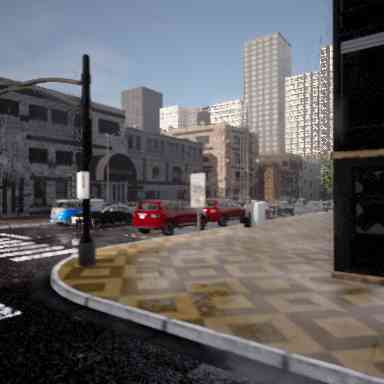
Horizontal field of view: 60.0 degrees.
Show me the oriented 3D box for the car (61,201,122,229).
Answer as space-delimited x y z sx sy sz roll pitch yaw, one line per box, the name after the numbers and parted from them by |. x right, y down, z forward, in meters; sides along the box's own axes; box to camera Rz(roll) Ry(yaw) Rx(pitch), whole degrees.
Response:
-5.768 1.540 22.205 2.128 1.511 4.902 0 0 35 | car

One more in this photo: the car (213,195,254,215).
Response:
4.767 1.334 37.025 2.150 2.045 5.566 0 0 35 | car

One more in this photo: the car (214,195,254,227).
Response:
2.056 1.360 23.226 2.192 1.841 5.009 -1 0 35 | car

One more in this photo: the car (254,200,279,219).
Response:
5.257 1.609 27.727 1.887 1.381 4.507 -1 -1 35 | car

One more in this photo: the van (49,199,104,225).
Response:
-7.976 1.399 23.573 1.690 1.788 3.998 0 0 35 | van

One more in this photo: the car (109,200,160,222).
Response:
-4.776 1.517 28.076 1.967 1.590 4.097 0 0 35 | car

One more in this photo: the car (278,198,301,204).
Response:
14.095 1.356 49.991 2.128 1.511 4.902 0 0 35 | car

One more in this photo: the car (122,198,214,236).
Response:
-1.143 1.342 18.722 2.192 1.841 5.009 0 0 35 | car

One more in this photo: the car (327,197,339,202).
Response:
36.813 1.926 86.619 1.887 1.381 4.507 -1 -1 35 | car

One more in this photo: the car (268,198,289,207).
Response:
14.320 1.730 54.956 1.752 1.417 4.829 -1 -1 35 | car

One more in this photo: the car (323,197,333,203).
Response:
33.614 1.905 82.116 2.008 1.369 4.403 -1 -1 35 | car

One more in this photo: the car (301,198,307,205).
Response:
20.818 1.804 64.103 2.008 1.369 4.403 -1 -1 35 | car

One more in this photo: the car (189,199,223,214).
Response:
1.623 1.556 37.083 1.967 1.590 4.097 -1 -1 35 | car

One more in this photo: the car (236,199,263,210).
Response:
8.021 1.710 46.089 2.008 1.369 4.403 -1 -1 35 | car

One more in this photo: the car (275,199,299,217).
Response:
8.456 1.650 32.231 1.947 1.339 4.313 -1 -1 35 | car
